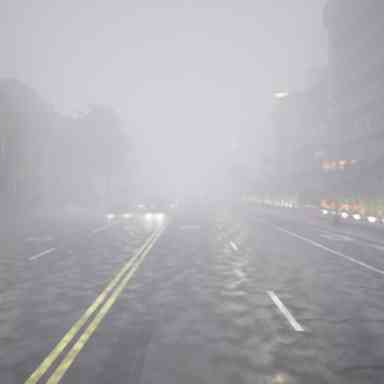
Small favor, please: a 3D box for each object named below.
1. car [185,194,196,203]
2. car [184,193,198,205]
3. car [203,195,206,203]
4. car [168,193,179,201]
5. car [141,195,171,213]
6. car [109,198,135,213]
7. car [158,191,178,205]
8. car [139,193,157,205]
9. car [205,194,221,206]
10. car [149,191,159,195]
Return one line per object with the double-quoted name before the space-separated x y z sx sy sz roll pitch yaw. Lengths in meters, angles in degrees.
"car" -0.285 1.192 63.209 1.882 1.535 5.008 0 0 0
"car" -0.145 1.118 51.804 2.097 1.767 4.553 0 0 0
"car" 3.215 1.192 63.102 1.882 1.535 5.008 0 0 0
"car" -3.814 1.083 69.246 2.128 1.511 4.902 0 0 0
"car" -3.748 1.333 35.157 2.128 1.511 4.902 0 0 0
"car" -7.247 1.321 34.714 1.882 1.535 5.008 0 0 0
"car" -3.800 1.110 53.521 2.097 1.767 4.553 0 0 0
"car" -7.299 1.323 53.499 1.994 1.385 4.181 0 0 0
"car" 3.360 1.297 50.491 1.812 1.442 4.674 0 0 0
"car" -7.313 1.085 69.214 2.128 1.511 4.902 0 0 0
